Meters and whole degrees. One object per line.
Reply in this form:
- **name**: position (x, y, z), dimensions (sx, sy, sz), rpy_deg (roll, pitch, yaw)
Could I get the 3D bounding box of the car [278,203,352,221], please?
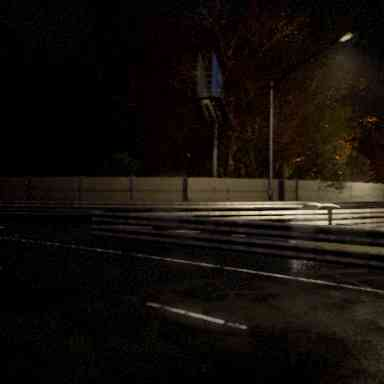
- **car**: position (7.447, 1.384, 20.025), dimensions (4.674, 1.442, 1.812), rpy_deg (0, 1, -22)
